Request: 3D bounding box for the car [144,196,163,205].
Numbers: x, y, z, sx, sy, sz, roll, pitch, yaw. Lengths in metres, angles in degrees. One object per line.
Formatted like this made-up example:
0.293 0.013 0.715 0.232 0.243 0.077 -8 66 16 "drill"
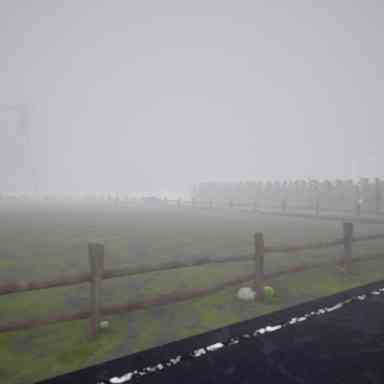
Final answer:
-6.790 1.492 57.947 1.837 1.490 4.892 1 -1 -35 "car"
